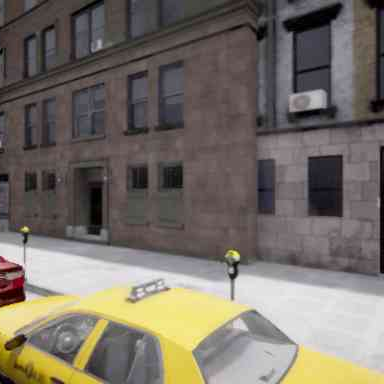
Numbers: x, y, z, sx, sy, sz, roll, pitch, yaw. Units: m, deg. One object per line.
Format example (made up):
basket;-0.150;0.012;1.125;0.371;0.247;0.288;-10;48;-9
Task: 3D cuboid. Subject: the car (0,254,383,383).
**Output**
car;-0.625;1.526;3.256;4.829;1.417;1.752;0;0;36
